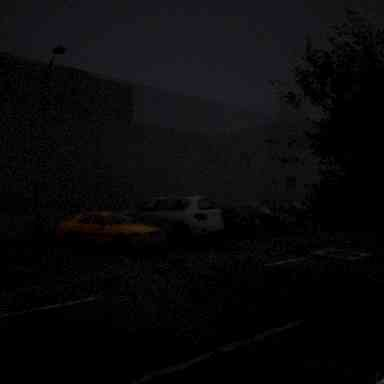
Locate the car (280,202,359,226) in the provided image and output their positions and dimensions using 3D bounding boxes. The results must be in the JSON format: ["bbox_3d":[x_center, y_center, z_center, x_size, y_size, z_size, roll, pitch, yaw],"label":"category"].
[{"bbox_3d":[8.630,1.419,22.710,4.674,1.452,2.002,-1,-1,35],"label":"car"}]

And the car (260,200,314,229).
[{"bbox_3d":[6.159,1.283,20.986,4.553,1.767,2.185,-1,-1,35],"label":"car"}]

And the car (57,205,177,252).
[{"bbox_3d":[-3.446,1.477,13.891,5.366,1.575,1.946,-1,-1,34],"label":"car"}]

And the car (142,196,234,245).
[{"bbox_3d":[-1.179,1.221,15.753,5.566,2.045,2.435,-1,0,35],"label":"car"}]

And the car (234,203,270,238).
[{"bbox_3d":[1.267,1.484,17.492,4.792,1.488,2.163,-1,0,35],"label":"car"}]

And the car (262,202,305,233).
[{"bbox_3d":[3.744,1.477,19.228,4.674,1.452,2.002,-1,-1,35],"label":"car"}]
